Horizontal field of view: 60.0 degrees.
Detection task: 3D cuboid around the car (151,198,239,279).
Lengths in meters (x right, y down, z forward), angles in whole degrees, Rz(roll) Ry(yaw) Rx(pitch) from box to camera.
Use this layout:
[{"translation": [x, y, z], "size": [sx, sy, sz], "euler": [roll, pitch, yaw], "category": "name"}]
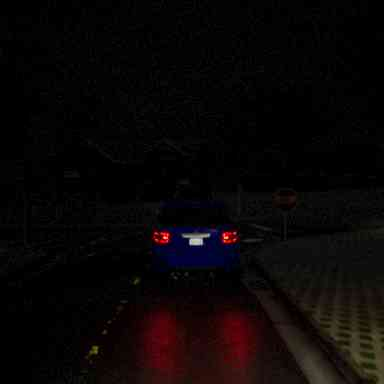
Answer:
[{"translation": [0.046, 1.195, 10.108], "size": [2.150, 2.045, 5.566], "euler": [0, 0, -1], "category": "car"}]
